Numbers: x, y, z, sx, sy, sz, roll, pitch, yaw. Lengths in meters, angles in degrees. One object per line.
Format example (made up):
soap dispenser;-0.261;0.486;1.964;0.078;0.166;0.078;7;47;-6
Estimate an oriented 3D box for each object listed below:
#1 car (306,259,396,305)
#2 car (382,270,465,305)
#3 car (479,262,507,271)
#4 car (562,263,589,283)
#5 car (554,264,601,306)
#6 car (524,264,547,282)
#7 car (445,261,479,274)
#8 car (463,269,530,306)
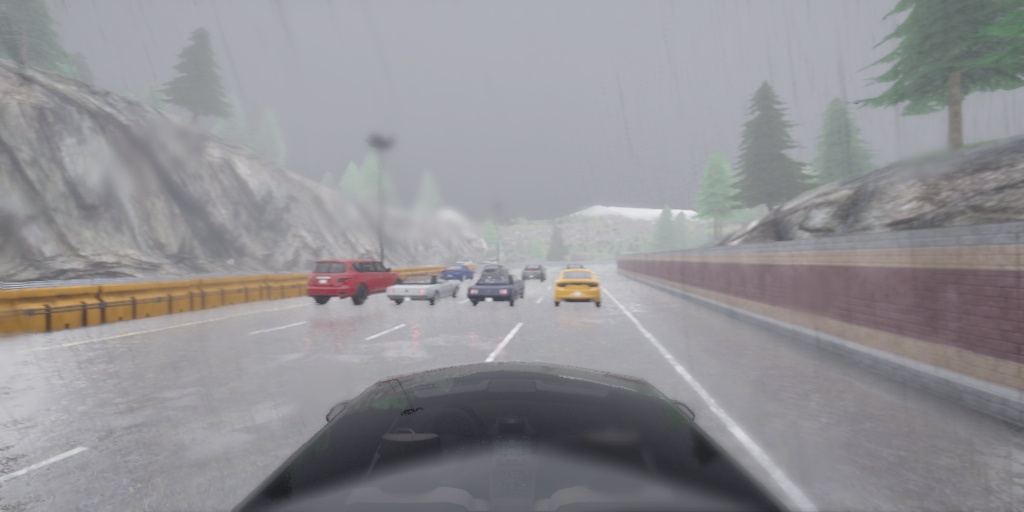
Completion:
car;-7.467;1.174;17.685;2.150;2.045;5.566;-1;0;10
car;-3.998;1.521;17.181;1.895;1.301;4.718;-1;0;10
car;-1.453;1.530;32.163;1.837;1.490;4.892;-1;0;10
car;5.448;1.437;30.992;2.128;1.511;4.902;-1;0;10
car;2.968;1.323;16.382;1.882;1.535;5.008;-1;0;10
car;1.997;1.476;31.573;2.128;1.511;4.902;-1;0;10
car;-4.871;1.540;32.926;1.882;1.535;5.008;-1;0;10
car;-0.547;1.482;16.595;1.895;1.301;4.718;-1;0;10
